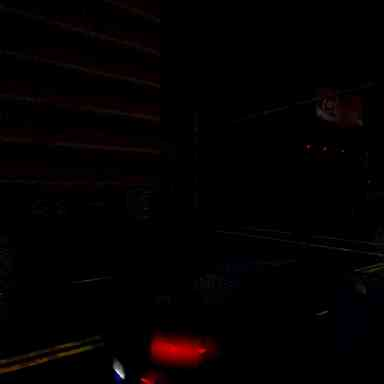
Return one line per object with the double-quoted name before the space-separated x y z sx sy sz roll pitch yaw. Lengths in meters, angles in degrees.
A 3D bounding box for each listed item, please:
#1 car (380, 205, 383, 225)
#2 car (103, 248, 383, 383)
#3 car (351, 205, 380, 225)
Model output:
"car" 12.346 1.351 16.481 2.097 1.767 4.553 0 0 -36
"car" 1.162 1.526 4.570 4.674 1.442 1.812 0 0 -36
"car" 12.761 1.564 21.890 1.994 1.385 4.181 0 0 -36
